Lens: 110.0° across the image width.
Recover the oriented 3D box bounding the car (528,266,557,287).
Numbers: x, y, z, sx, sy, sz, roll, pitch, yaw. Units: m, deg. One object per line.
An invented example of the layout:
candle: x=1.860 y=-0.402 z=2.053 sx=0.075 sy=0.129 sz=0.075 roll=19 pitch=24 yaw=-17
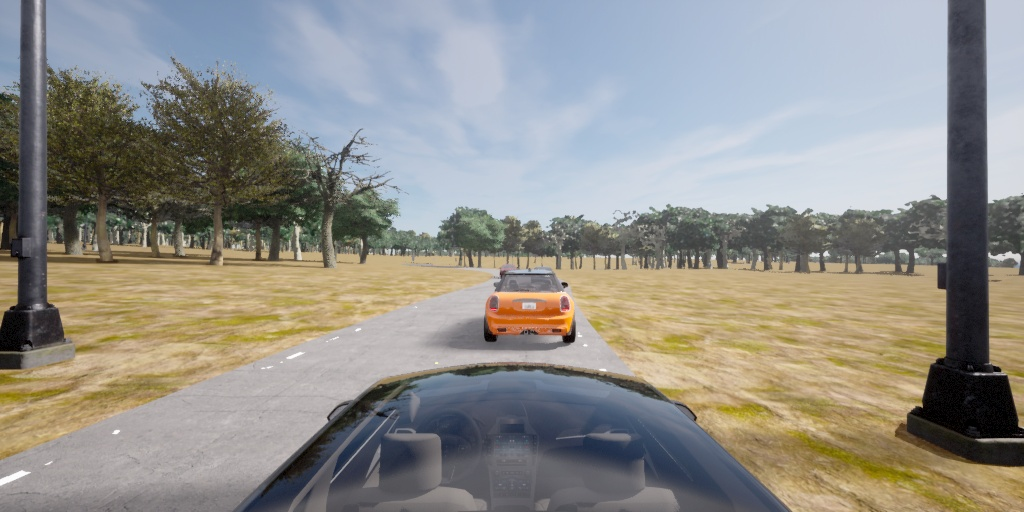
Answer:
car: x=2.430 y=1.530 z=28.206 sx=2.033 sy=1.411 sz=5.357 roll=0 pitch=-1 yaw=5

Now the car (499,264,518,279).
car: x=-0.336 y=1.600 z=38.316 sx=1.882 sy=1.535 sz=5.008 roll=0 pitch=-1 yaw=-1

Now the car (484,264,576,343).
car: x=0.520 y=1.130 z=9.991 sx=2.097 sy=1.767 sz=4.553 roll=0 pitch=0 yaw=4
